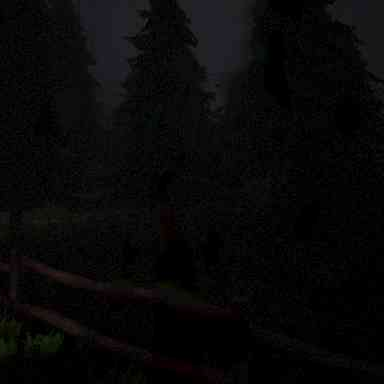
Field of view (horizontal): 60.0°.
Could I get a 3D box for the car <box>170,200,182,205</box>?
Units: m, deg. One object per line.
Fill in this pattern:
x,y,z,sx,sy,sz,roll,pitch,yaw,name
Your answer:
-2.661,1.590,37.165,4.181,1.385,1.994,0,0,-13,car
